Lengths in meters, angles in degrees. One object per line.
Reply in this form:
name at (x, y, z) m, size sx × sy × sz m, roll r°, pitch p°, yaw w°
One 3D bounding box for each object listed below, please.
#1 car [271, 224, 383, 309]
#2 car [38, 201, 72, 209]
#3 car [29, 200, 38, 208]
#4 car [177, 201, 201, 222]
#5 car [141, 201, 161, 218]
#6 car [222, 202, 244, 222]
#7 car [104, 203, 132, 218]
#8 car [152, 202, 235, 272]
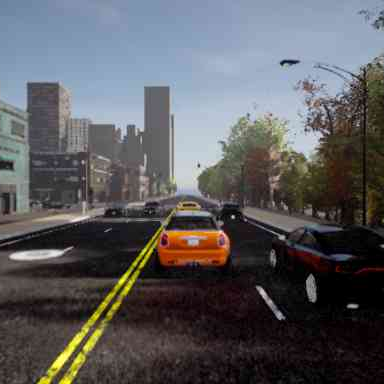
car at (3.295, 1.510, 8.040) m, size 1.882 × 1.535 × 5.008 m, roll 0°, pitch 0°, yaw -1°
car at (-20.687, 2.028, 51.038) m, size 4.313 × 1.339 × 1.947 m, roll -1°, pitch 1°, yaw -1°
car at (-29.158, 2.060, 59.412) m, size 4.403 × 1.369 × 2.008 m, roll -1°, pitch 1°, yaw -1°
car at (-0.261, 1.594, 28.455) m, size 1.882 × 1.535 × 5.008 m, roll 0°, pitch 0°, yaw -1°
car at (-3.752, 1.639, 32.066) m, size 1.837 × 1.490 × 4.892 m, roll 0°, pitch -1°, yaw -1°
car at (3.011, 1.615, 27.186) m, size 1.837 × 1.490 × 4.892 m, roll 0°, pitch 0°, yaw -1°
car at (-6.997, 1.695, 31.646) m, size 1.994 × 1.385 × 4.181 m, roll 0°, pitch 0°, yaw -1°
car at (0.005, 1.398, 11.169) m, size 2.097 × 1.767 × 4.553 m, roll 0°, pitch 0°, yaw -1°
